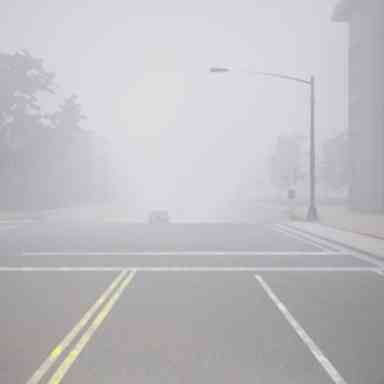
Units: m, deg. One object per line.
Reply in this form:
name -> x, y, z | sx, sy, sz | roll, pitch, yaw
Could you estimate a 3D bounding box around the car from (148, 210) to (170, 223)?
car -> -3.640, 3.099, 37.837 | 2.150, 2.045, 5.566 | 0, -10, 0
